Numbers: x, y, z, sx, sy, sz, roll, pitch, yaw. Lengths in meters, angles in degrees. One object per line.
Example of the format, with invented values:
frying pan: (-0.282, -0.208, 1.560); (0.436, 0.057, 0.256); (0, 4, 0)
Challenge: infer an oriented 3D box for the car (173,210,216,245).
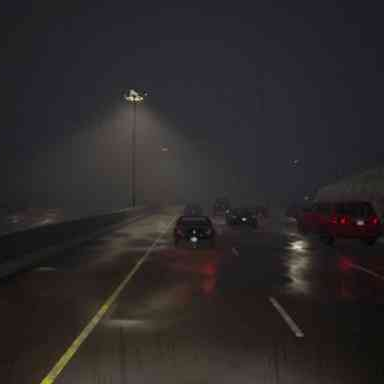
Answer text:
car: (0.097, 1.810, 16.827); (1.895, 1.301, 4.718); (0, -1, 0)

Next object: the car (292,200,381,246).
car: (7.098, 1.429, 16.690); (2.150, 2.045, 5.566); (0, -1, 0)

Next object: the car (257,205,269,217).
car: (7.094, 2.059, 37.038); (1.895, 1.301, 4.718); (0, -1, 0)

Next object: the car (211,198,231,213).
car: (3.595, 1.726, 40.648); (2.150, 2.045, 5.566); (0, -1, 0)

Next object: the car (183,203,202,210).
car: (0.096, 1.925, 36.156); (1.882, 1.535, 5.008); (0, -1, 0)

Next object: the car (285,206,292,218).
car: (10.595, 1.931, 32.743); (1.812, 1.442, 4.674); (0, -1, 0)

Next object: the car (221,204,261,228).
car: (3.597, 1.873, 24.958); (1.994, 1.385, 4.181); (0, -1, 0)
